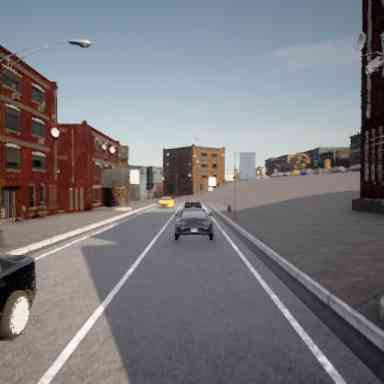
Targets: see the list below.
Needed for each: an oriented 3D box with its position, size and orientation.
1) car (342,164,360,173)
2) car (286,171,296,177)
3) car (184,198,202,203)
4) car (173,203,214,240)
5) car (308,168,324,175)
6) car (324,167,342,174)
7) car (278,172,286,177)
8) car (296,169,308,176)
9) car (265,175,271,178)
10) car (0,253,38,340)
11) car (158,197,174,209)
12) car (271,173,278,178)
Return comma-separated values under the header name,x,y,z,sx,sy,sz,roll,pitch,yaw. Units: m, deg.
name,x,y,z,sx,sy,sz,roll,pitch,yaw
car,25.052,-3.369,49.105,2.231,1.521,4.892,0,1,-9
car,22.461,-3.779,71.136,2.097,1.535,5.008,0,1,-4
car,0.108,1.464,37.497,1.882,1.535,5.008,0,0,0
car,0.091,1.520,16.983,1.812,1.442,4.674,0,0,0
car,23.547,-3.543,59.940,2.163,1.488,4.792,0,1,-6
car,24.248,-3.431,54.466,2.002,1.452,4.674,0,1,-7
car,22.110,-3.841,76.673,2.002,1.452,4.674,0,1,-2
car,22.928,-3.803,65.631,2.185,1.767,4.553,0,1,-5
car,21.751,-4.056,87.733,2.231,1.521,4.892,0,1,-1
car,-3.598,1.476,3.702,1.882,1.535,5.008,0,0,0
car,-3.568,1.461,46.301,1.882,1.535,5.008,0,0,0
car,21.878,-3.978,82.215,2.231,1.521,4.892,0,1,-1
